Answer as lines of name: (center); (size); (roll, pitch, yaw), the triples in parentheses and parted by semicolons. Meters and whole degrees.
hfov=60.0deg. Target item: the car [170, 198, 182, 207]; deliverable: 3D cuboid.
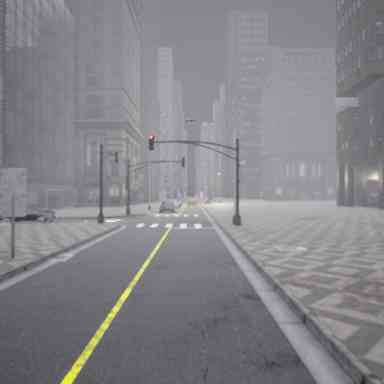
car: (-3.040, 1.981, 64.489); (2.097, 1.767, 4.553); (0, -1, 1)

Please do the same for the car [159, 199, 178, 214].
car: (-3.098, 1.911, 42.046); (1.837, 1.490, 4.892); (0, -1, 0)

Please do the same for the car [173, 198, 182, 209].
car: (-3.088, 2.049, 54.113); (1.812, 1.442, 4.674); (0, -1, 0)

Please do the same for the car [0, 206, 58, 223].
car: (-14.244, 1.962, 29.015); (4.902, 1.511, 2.128); (-1, -1, 0)

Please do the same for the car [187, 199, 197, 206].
car: (-0.004, 2.150, 68.668); (1.882, 1.535, 5.008); (0, -1, 0)
